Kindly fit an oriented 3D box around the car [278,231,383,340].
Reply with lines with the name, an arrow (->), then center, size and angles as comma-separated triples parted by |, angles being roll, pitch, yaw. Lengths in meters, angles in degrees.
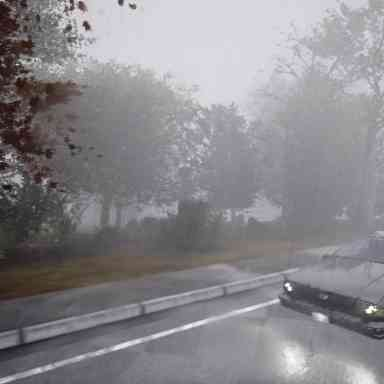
car -> 4.125, 1.521, 6.624 | 5.357, 1.411, 2.033 | 0, 0, -35
